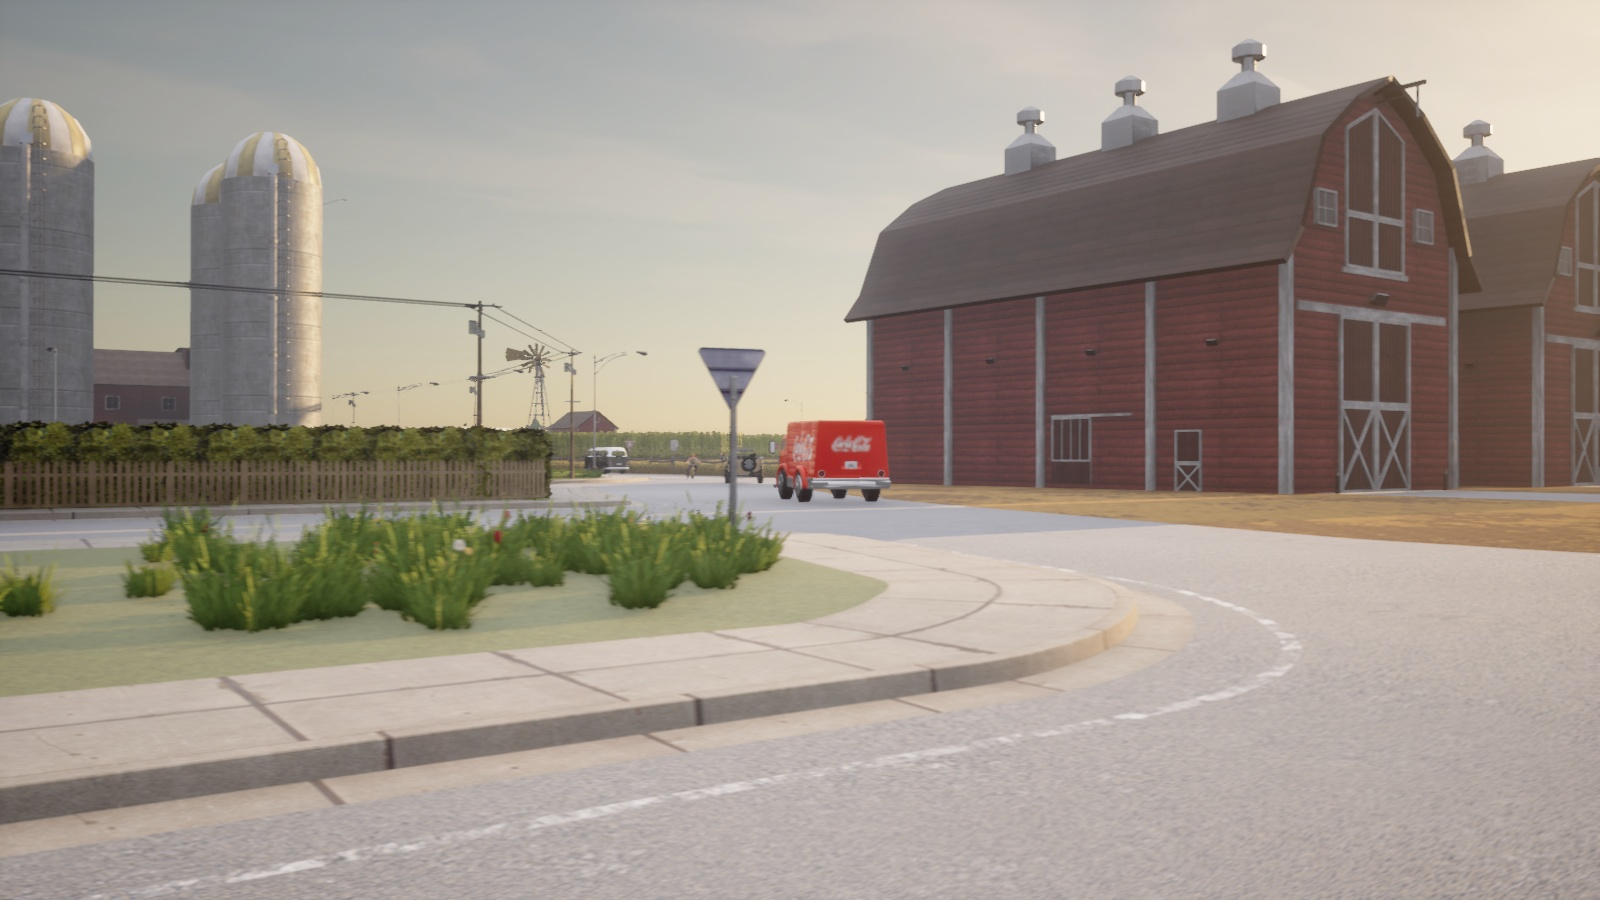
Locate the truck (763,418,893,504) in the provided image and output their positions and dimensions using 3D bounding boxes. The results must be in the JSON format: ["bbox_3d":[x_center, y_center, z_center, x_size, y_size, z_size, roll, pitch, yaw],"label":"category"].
[{"bbox_3d":[0.755,0.334,38.905,2.627,2.467,5.204,0,0,-16],"label":"truck"}]

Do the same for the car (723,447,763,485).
[{"bbox_3d":[-2.877,0.794,64.249,1.932,1.855,4.605,0,0,-1],"label":"car"}]

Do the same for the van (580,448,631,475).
[{"bbox_3d":[-14.846,0.862,95.758,2.069,2.038,4.480,0,0,-35],"label":"van"}]
